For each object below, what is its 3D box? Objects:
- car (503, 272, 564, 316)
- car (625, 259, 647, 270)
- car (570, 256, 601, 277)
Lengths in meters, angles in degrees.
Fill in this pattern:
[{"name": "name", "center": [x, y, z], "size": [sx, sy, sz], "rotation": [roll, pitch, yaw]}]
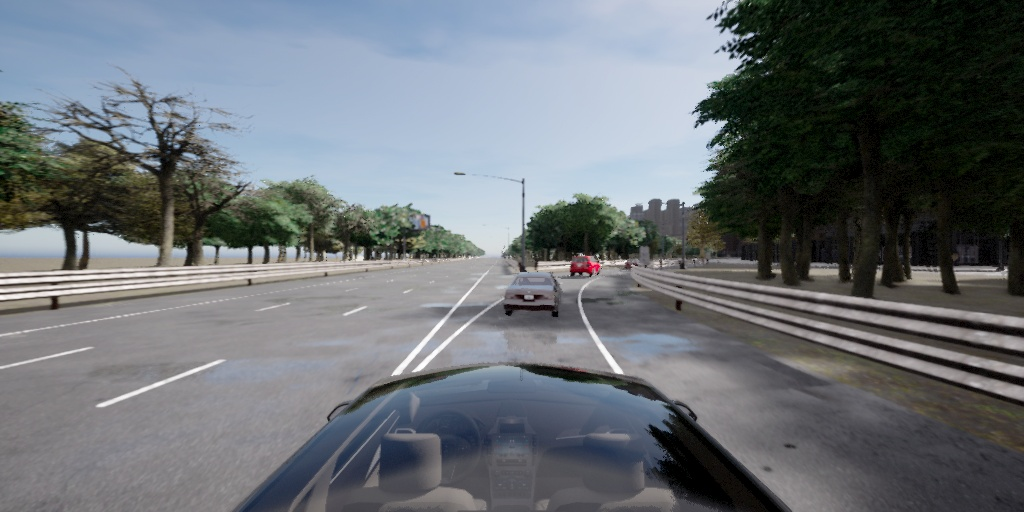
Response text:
[{"name": "car", "center": [0.903, 1.310, 13.505], "size": [2.033, 1.411, 5.357], "rotation": [0, 0, 9]}, {"name": "car", "center": [19.070, 1.184, 55.022], "size": [2.097, 1.767, 4.553], "rotation": [0, 0, 39]}, {"name": "car", "center": [7.419, 1.044, 36.068], "size": [2.150, 2.045, 5.566], "rotation": [0, 0, 24]}]
